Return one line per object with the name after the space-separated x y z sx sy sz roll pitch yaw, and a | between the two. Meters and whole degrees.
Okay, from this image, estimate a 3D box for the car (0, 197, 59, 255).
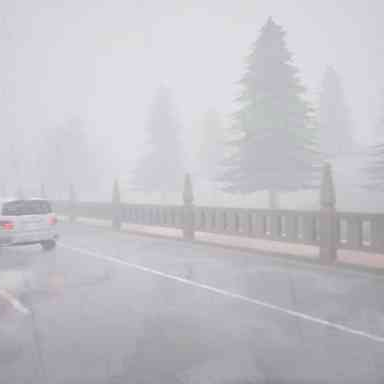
-7.232 1.222 13.247 2.150 2.045 5.566 -1 1 -43 | car
